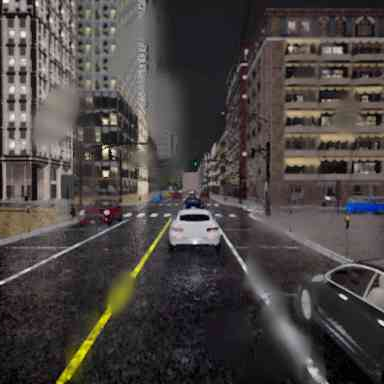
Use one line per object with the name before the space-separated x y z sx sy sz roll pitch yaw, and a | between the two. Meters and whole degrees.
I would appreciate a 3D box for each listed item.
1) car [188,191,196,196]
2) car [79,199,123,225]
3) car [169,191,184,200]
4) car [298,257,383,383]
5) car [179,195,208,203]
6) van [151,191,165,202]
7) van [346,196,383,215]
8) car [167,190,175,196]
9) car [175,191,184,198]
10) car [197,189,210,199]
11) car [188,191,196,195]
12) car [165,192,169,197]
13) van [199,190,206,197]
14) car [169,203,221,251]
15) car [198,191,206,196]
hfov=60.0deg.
car | -0.024 0.316 93.073 1.994 1.385 4.181 0 1 0
car | -5.698 1.184 21.101 1.967 1.590 4.097 0 1 0
car | -3.031 0.698 65.890 1.882 1.535 5.008 0 1 0
car | 2.688 1.498 4.159 2.008 1.369 4.403 0 1 0
car | 0.105 1.236 28.552 1.994 1.385 4.181 1 0 0
van | -5.706 0.703 53.572 1.690 1.788 3.998 0 1 0
van | 16.920 1.319 31.842 3.998 1.788 1.690 1 0 0
car | -5.717 0.361 92.426 1.967 1.590 4.097 0 1 0
car | -3.022 0.570 81.368 2.128 1.511 4.902 0 1 0
car | 2.669 0.486 70.227 2.192 1.841 5.009 0 1 0
car | -0.019 0.548 82.652 2.128 1.511 4.902 0 1 0
car | -5.712 0.635 75.606 1.752 1.417 4.829 0 1 0
van | 2.665 0.324 86.878 1.690 1.788 3.998 0 1 0
car | 0.095 1.365 13.174 1.812 1.442 4.674 0 1 0
car | 2.664 0.471 92.431 2.008 1.369 4.403 0 1 0
